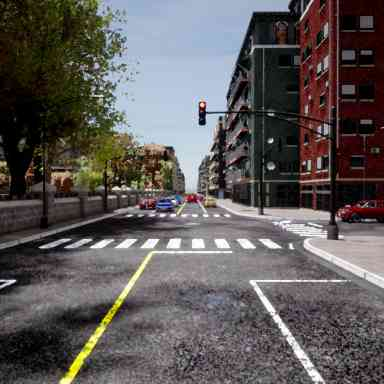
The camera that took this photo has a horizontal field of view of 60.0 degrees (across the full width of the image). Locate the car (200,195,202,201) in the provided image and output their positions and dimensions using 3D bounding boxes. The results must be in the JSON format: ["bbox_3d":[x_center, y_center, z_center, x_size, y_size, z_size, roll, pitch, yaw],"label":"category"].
[{"bbox_3d":[2.734,1.562,54.960,1.887,1.381,4.507,0,0,0],"label":"car"}]

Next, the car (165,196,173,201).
[{"bbox_3d":[-5.623,1.624,82.642,1.802,1.307,4.206,0,0,0],"label":"car"}]

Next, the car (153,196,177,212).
[{"bbox_3d":[-3.067,1.532,38.294,1.812,1.442,4.674,0,0,0],"label":"car"}]

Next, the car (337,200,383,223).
[{"bbox_3d":[14.639,1.591,27.306,5.009,1.841,2.192,1,-1,0],"label":"car"}]

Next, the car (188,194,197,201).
[{"bbox_3d":[0.068,1.306,79.598,2.097,1.767,4.553,0,0,0],"label":"car"}]

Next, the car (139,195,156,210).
[{"bbox_3d":[-5.656,1.324,43.896,2.192,1.841,5.009,0,0,0],"label":"car"}]

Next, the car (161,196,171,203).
[{"bbox_3d":[-5.632,1.613,71.571,1.802,1.307,4.206,0,0,0],"label":"car"}]

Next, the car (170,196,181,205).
[{"bbox_3d":[-3.007,1.501,62.211,1.882,1.535,5.008,0,0,0],"label":"car"}]

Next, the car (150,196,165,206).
[{"bbox_3d":[-5.647,1.457,54.966,1.967,1.590,4.097,0,0,0],"label":"car"}]

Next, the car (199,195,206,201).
[{"bbox_3d":[2.761,1.593,88.171,1.887,1.381,4.507,0,0,0],"label":"car"}]

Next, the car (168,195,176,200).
[{"bbox_3d":[-5.614,1.580,93.542,1.752,1.417,4.829,0,0,0],"label":"car"}]

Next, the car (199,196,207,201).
[{"bbox_3d":[2.757,1.587,82.636,1.887,1.381,4.507,0,0,0],"label":"car"}]

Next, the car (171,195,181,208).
[{"bbox_3d":[-3.065,1.538,48.433,1.812,1.442,4.674,0,0,1],"label":"car"}]

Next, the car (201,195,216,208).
[{"bbox_3d":[2.730,1.538,49.595,1.752,1.417,4.829,0,0,0],"label":"car"}]

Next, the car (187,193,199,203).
[{"bbox_3d":[0.060,1.251,69.238,2.150,2.045,5.566,0,0,0],"label":"car"}]

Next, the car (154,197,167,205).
[{"bbox_3d":[-5.642,1.566,60.502,1.887,1.381,4.507,0,0,0],"label":"car"}]
